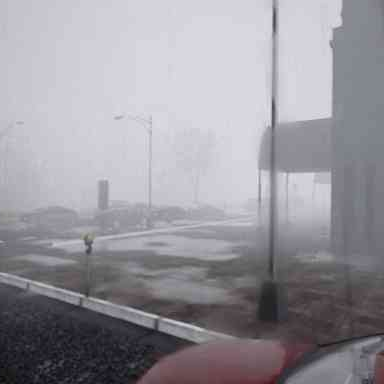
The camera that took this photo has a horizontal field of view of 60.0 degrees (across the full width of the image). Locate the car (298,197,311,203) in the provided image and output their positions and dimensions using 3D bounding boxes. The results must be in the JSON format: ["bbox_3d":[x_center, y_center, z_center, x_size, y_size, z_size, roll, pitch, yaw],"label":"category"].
[{"bbox_3d":[28.087,2.007,83.018,1.752,1.417,4.829,0,0,36],"label":"car"}]

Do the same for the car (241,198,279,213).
[{"bbox_3d":[8.753,1.668,42.343,2.192,1.841,5.009,0,0,36],"label":"car"}]

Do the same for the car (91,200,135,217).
[{"bbox_3d":[-8.028,1.631,33.995,1.967,1.590,4.097,0,0,36],"label":"car"}]

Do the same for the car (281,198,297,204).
[{"bbox_3d":[21.622,1.995,74.202,1.947,1.339,4.313,0,0,36],"label":"car"}]

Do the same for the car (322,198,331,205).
[{"bbox_3d":[28.481,2.037,69.384,1.752,1.417,4.829,0,0,36],"label":"car"}]

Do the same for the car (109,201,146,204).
[{"bbox_3d":[-5.311,1.769,33.093,2.033,1.411,5.357,1,0,36],"label":"car"}]

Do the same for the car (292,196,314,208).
[{"bbox_3d":[18.532,1.871,55.820,1.967,1.590,4.097,0,0,36],"label":"car"}]

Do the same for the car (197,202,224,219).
[{"bbox_3d":[1.552,1.878,32.451,1.802,1.307,4.206,0,0,36],"label":"car"}]

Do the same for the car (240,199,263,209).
[{"bbox_3d":[9.591,1.874,53.246,1.812,1.442,4.674,1,0,36],"label":"car"}]

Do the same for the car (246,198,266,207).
[{"bbox_3d":[11.672,1.874,60.637,1.752,1.417,4.829,0,0,36],"label":"car"}]

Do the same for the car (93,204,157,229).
[{"bbox_3d":[-4.931,1.796,23.611,2.008,1.369,4.403,0,0,36],"label":"car"}]

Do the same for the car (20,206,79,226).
[{"bbox_3d":[-10.854,1.742,25.539,1.994,1.385,4.181,1,0,36],"label":"car"}]

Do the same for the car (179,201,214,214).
[{"bbox_3d":[0.649,1.870,41.210,1.895,1.301,4.718,1,0,36],"label":"car"}]

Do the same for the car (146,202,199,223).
[{"bbox_3d":[-1.689,1.837,28.032,1.947,1.339,4.313,0,0,36],"label":"car"}]

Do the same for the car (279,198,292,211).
[{"bbox_3d":[12.009,1.819,46.839,1.967,1.590,4.097,0,0,36],"label":"car"}]

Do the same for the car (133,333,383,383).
[{"bbox_3d":[1.378,1.581,1.879,4.206,1.307,1.802,0,1,35],"label":"car"}]
